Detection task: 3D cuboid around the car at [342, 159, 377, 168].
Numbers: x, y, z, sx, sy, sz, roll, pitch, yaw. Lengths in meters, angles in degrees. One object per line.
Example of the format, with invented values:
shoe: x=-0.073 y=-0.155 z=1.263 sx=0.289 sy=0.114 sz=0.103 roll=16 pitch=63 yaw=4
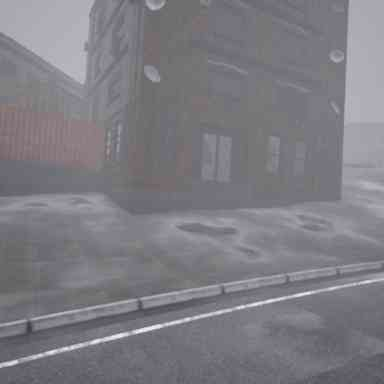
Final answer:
car: x=20.977 y=-3.342 z=42.390 sx=4.553 sy=1.767 sz=2.185 roll=2 pitch=-3 yaw=14
